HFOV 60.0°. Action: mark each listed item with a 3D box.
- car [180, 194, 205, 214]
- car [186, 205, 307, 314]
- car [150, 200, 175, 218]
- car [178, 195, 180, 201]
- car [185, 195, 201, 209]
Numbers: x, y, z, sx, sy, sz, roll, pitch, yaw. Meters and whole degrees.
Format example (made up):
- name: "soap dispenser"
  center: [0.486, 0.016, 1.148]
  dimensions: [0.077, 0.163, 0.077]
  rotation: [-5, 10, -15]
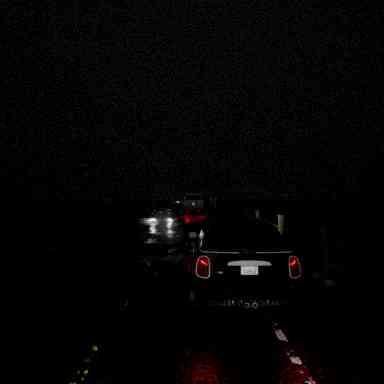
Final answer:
- name: "car"
  center: [0.167, 1.226, 35.822]
  dimensions: [2.150, 2.045, 5.566]
  rotation: [0, 0, 0]
- name: "car"
  center: [0.981, 1.349, 7.760]
  dimensions: [2.097, 1.767, 4.553]
  rotation: [0, 0, 0]
- name: "car"
  center: [-2.673, 1.506, 30.709]
  dimensions: [1.837, 1.490, 4.892]
  rotation: [0, 0, 0]
- name: "car"
  center: [-2.535, 1.559, 82.604]
  dimensions: [1.837, 1.490, 4.892]
  rotation: [0, 0, 0]
- name: "car"
  center: [0.133, 1.364, 46.319]
  dimensions: [2.097, 1.767, 4.553]
  rotation: [0, 0, 0]
